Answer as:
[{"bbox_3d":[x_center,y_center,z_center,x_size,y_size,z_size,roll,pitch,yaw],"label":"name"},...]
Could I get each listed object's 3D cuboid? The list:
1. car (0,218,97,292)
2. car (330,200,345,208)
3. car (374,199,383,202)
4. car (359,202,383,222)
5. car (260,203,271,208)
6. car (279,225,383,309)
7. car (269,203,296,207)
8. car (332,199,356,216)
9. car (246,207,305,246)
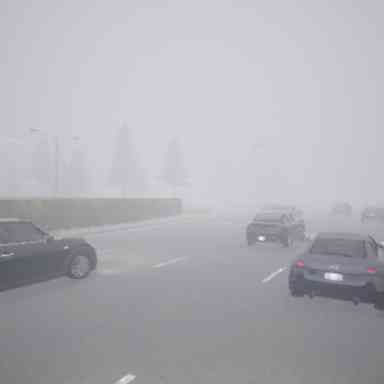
[{"bbox_3d":[-4.478,1.404,7.977,2.097,1.767,4.553,0,-1,30],"label":"car"},{"bbox_3d":[28.939,2.371,66.089,2.033,1.411,5.357,0,-1,30],"label":"car"},{"bbox_3d":[41.501,2.509,73.898,1.812,1.442,4.674,0,-1,30],"label":"car"},{"bbox_3d":[17.042,1.978,31.285,1.994,1.385,4.181,0,-1,30],"label":"car"},{"bbox_3d":[9.594,1.995,39.390,2.033,1.411,5.357,0,-1,30],"label":"car"},{"bbox_3d":[3.805,1.671,8.334,1.994,1.385,4.181,0,-1,30],"label":"car"},{"bbox_3d":[9.192,1.970,31.686,1.895,1.301,4.718,0,-1,30],"label":"car"},{"bbox_3d":[18.247,2.004,40.380,2.128,1.511,4.902,0,-1,30],"label":"car"},{"bbox_3d":[4.066,1.686,15.788,1.837,1.490,4.892,0,-1,30],"label":"car"}]
